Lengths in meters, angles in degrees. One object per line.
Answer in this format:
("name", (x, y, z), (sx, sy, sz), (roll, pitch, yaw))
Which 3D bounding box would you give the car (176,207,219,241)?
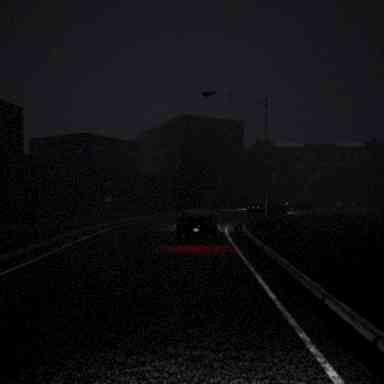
("car", (0.321, 1.469, 16.787), (1.882, 1.535, 5.008), (0, 0, 3))

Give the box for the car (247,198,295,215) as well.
("car", (7.974, 1.578, 34.440), (5.357, 1.411, 2.033), (1, 0, -39))

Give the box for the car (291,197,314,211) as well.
("car", (12.752, 1.428, 41.242), (4.553, 1.767, 2.097), (1, 1, -19))
